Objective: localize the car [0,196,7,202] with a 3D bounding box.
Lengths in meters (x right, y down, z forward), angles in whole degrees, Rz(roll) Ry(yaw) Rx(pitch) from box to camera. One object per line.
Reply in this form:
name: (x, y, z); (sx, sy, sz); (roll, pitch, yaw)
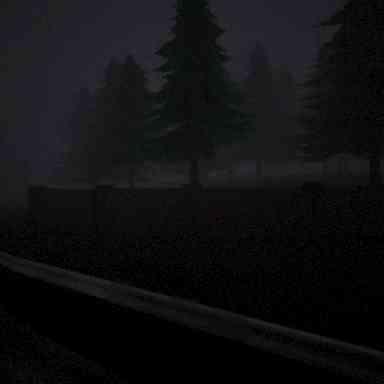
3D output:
car: (-44.277, 1.938, 76.161); (1.837, 1.490, 4.892); (0, 0, -22)
